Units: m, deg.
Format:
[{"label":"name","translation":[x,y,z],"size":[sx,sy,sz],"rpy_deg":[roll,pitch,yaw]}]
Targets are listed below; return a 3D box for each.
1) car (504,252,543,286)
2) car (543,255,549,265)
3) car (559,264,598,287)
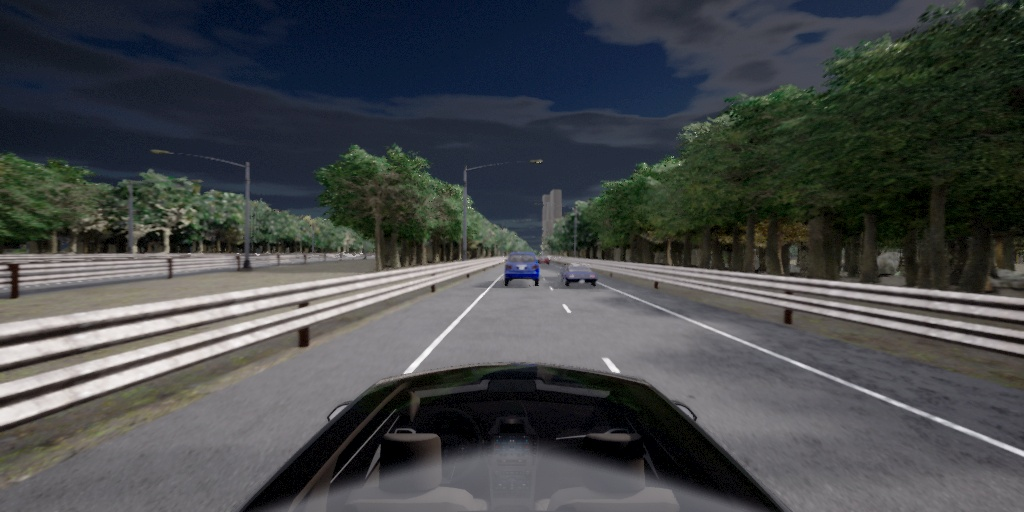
[{"label":"car","translation":[0.667,0.775,23.575],"size":[2.150,2.045,5.566],"rpy_deg":[1,1,2]},{"label":"car","translation":[5.534,0.602,64.884],"size":[2.097,1.767,4.553],"rpy_deg":[0,1,2]},{"label":"car","translation":[4.141,1.187,23.043],"size":[1.895,1.301,4.718],"rpy_deg":[0,1,2]}]
